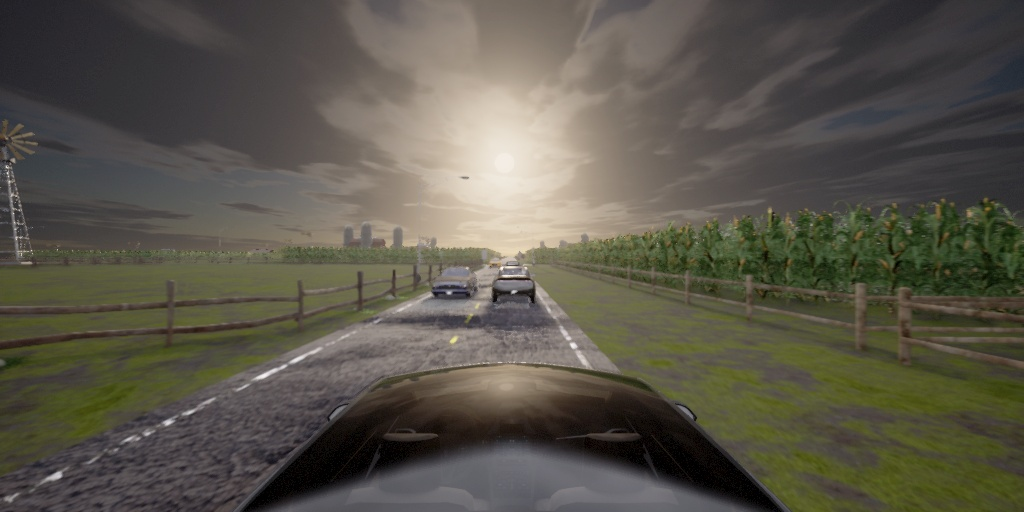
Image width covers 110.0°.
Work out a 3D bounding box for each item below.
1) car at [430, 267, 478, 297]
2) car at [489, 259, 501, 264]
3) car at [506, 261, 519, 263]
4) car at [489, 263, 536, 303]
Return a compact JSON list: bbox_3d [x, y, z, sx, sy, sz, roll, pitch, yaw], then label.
[{"bbox_3d":[-2.857,1.292,18.960,2.033,1.411,5.357,0,0,0],"label":"car"},{"bbox_3d":[-2.803,1.187,60.753,1.882,1.535,5.008,0,0,1],"label":"car"},{"bbox_3d":[0.084,1.236,37.309,1.837,1.490,4.892,0,0,0],"label":"car"},{"bbox_3d":[0.084,1.236,16.651,2.128,1.511,4.902,0,0,0],"label":"car"}]
